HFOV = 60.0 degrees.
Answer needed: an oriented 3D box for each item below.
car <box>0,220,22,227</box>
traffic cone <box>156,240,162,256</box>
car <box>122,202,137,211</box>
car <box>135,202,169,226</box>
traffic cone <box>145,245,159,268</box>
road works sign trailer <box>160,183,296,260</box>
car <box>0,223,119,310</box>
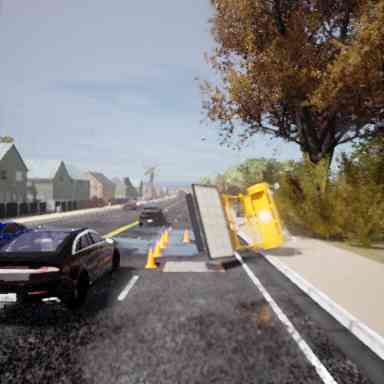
[{"bbox_3d":[-6.526,1.671,10.707,1.812,1.442,4.674,0,-1,0],"label":"car"},{"bbox_3d":[-1.296,2.112,12.615,0.340,0.580,0.340,0,-1,0],"label":"traffic cone"},{"bbox_3d":[-9.543,2.180,51.935,1.994,1.385,4.181,0,-1,0],"label":"car"},{"bbox_3d":[-2.994,1.824,26.180,1.837,1.490,4.892,0,-1,0],"label":"car"},{"bbox_3d":[-1.307,2.088,10.615,0.340,0.580,0.340,0,-1,0],"label":"traffic cone"},{"bbox_3d":[1.201,1.063,11.417,2.880,2.380,3.560,-26,-20,37],"label":"road works sign trailer"},{"bbox_3d":[-3.091,1.596,8.034,2.128,1.511,4.902,0,-1,0],"label":"car"}]
